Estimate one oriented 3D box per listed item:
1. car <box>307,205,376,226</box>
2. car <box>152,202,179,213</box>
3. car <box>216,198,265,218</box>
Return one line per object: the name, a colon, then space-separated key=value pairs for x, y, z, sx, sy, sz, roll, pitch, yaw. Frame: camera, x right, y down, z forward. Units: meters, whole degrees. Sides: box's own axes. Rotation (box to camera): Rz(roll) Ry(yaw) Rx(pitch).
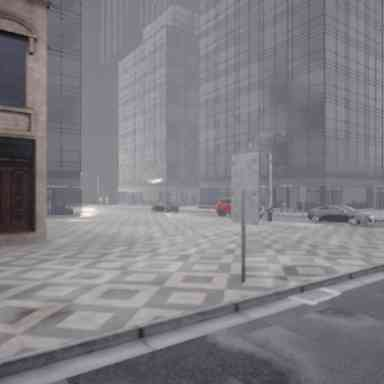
car: x=11.042 y=1.712 z=24.929 sx=2.128 sy=1.511 sz=4.902 roll=0 pitch=-1 yaw=-36
car: x=-3.607 y=2.080 z=45.183 sx=1.882 sy=1.535 sz=5.008 roll=0 pitch=-1 yaw=-36
car: x=4.784 y=1.603 z=33.561 sx=2.150 sy=2.045 sz=5.566 roll=0 pitch=-1 yaw=-37
